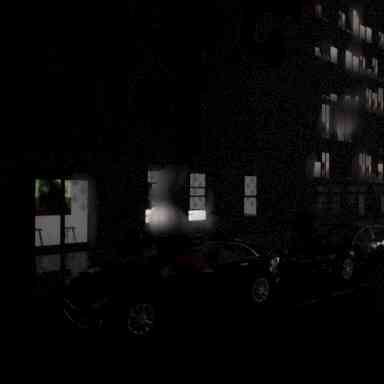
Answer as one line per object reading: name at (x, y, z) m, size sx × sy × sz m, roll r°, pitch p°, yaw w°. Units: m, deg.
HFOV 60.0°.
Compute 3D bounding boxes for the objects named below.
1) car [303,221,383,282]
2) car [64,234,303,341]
car at (4.495, 1.550, 9.712) m, size 4.403 × 1.369 × 2.008 m, roll 0°, pitch 0°, yaw -35°
car at (-0.140, 1.551, 6.436) m, size 4.403 × 1.369 × 2.008 m, roll 0°, pitch 0°, yaw -35°
